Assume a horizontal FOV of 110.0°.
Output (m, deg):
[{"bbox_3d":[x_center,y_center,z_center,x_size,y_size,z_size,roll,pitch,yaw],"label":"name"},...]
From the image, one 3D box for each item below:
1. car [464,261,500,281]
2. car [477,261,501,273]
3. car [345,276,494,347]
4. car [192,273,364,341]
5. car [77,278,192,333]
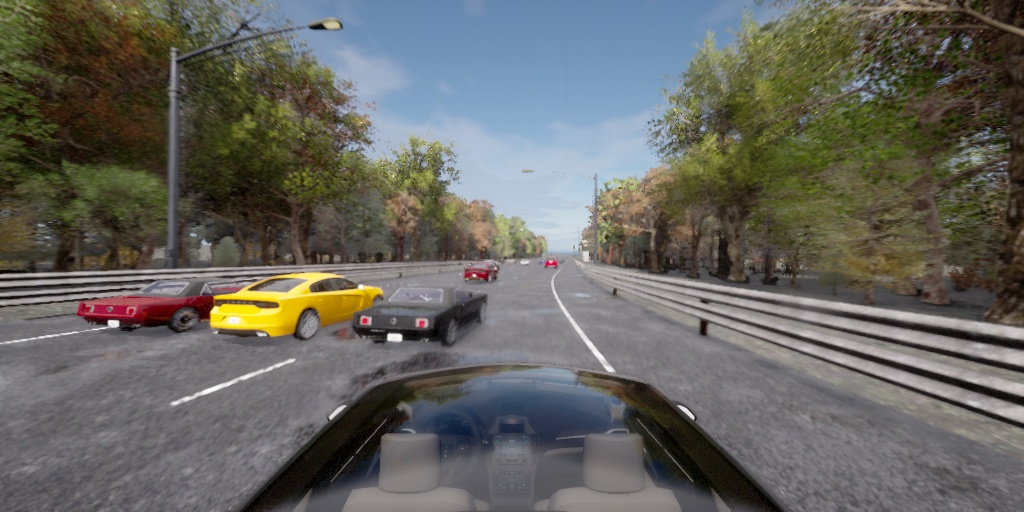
[{"bbox_3d":[-2.387,1.300,28.796,1.882,1.535,5.008,1,0,9],"label":"car"},{"bbox_3d":[-2.964,1.414,47.109,2.033,1.411,5.357,1,0,9],"label":"car"},{"bbox_3d":[-1.993,1.367,9.407,1.895,1.301,4.718,0,0,9],"label":"car"},{"bbox_3d":[-5.442,1.212,9.972,1.882,1.535,5.008,1,0,9],"label":"car"},{"bbox_3d":[-8.901,1.295,10.529,1.895,1.301,4.718,1,0,9],"label":"car"}]
